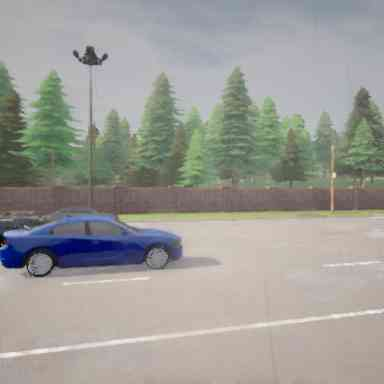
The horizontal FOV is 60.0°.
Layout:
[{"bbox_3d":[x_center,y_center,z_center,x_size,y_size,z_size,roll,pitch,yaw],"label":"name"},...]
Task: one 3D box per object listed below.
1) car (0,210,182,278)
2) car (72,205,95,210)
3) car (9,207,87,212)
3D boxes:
[{"bbox_3d":[-2.768,1.443,9.822,5.008,1.535,1.882,0,0,-16],"label":"car"},{"bbox_3d":[-6.444,1.496,19.697,4.181,1.385,1.994,0,0,-16],"label":"car"},{"bbox_3d":[-7.601,1.544,15.742,4.718,1.301,1.895,0,0,-16],"label":"car"}]
